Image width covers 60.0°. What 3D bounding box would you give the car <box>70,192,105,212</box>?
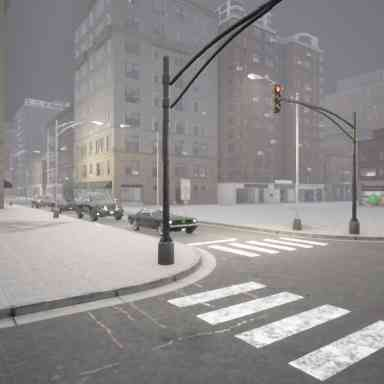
[{"bbox_3d":[-11.796,1.048,37.361,2.150,2.045,5.566,0,0,-35],"label":"car"}]

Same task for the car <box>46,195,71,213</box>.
[{"bbox_3d":[-13.213,1.311,34.287,1.882,1.535,5.008,0,0,-36],"label":"car"}]

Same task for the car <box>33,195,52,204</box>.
[{"bbox_3d":[-25.467,1.269,56.518,2.033,1.411,5.357,0,0,-35],"label":"car"}]

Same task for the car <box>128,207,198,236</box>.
[{"bbox_3d":[-1.695,1.527,18.129,1.895,1.301,4.718,0,0,-36],"label":"car"}]

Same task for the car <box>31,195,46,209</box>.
[{"bbox_3d":[-19.118,1.139,42.622,2.097,1.767,4.553,0,0,-35],"label":"car"}]

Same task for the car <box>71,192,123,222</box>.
[{"bbox_3d":[-7.341,1.101,26.032,2.150,2.045,5.566,0,0,-35],"label":"car"}]
